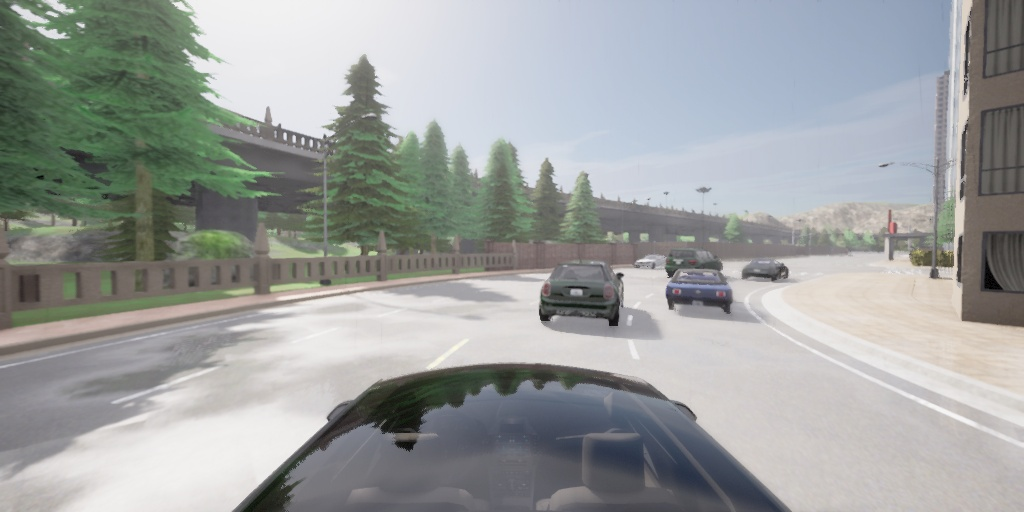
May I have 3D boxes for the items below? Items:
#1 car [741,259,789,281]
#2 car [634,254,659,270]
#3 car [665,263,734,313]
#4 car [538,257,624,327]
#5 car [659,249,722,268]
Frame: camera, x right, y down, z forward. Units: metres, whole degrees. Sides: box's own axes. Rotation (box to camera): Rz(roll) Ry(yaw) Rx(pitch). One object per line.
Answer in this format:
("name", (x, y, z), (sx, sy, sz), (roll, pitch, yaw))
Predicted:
("car", (17.235, 0.882, 24.365), (4.181, 1.385, 1.994), (-1, 2, -42))
("car", (14.081, 0.562, 35.809), (4.674, 1.442, 1.812), (-1, 2, -41))
("car", (6.757, 1.125, 12.983), (1.895, 1.301, 4.718), (1, 1, 28))
("car", (2.304, 0.895, 11.074), (2.097, 1.767, 4.553), (1, 1, 19))
("car", (12.759, 0.498, 25.067), (5.566, 2.045, 2.150), (-1, 2, -43))
